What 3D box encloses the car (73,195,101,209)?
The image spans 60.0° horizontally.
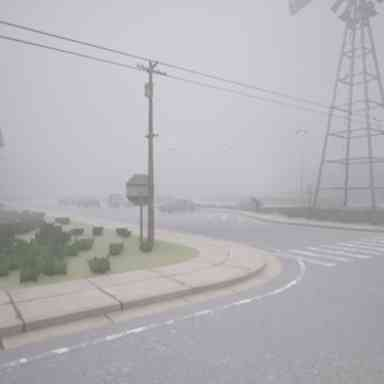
[{"bbox_3d":[-14.344,1.317,46.010,2.097,1.767,4.553,0,0,-36],"label":"car"}]

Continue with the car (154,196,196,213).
[{"bbox_3d":[-1.628,1.459,36.447,4.193,1.474,1.816,0,0,-36],"label":"car"}]

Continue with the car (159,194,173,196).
[{"bbox_3d":[-5.385,1.235,63.040,4.605,1.855,1.932,0,0,-36],"label":"car"}]

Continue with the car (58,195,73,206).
[{"bbox_3d":[-20.346,1.457,54.021,2.128,1.511,4.902,0,0,-37],"label":"car"}]

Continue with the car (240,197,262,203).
[{"bbox_3d":[8.045,1.444,45.012,3.905,1.438,1.784,0,0,-36],"label":"car"}]

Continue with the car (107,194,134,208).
[{"bbox_3d":[-10.055,1.268,46.986,3.866,1.878,1.905,0,0,-36],"label":"car"}]

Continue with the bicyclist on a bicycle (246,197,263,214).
[{"bbox_3d":[5.814,1.247,30.845,1.656,1.620,0.582,0,0,-2],"label":"bicyclist on a bicycle"}]

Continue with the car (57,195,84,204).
[{"bbox_3d":[-24.360,1.437,66.513,4.611,1.667,2.242,0,0,-36],"label":"car"}]
